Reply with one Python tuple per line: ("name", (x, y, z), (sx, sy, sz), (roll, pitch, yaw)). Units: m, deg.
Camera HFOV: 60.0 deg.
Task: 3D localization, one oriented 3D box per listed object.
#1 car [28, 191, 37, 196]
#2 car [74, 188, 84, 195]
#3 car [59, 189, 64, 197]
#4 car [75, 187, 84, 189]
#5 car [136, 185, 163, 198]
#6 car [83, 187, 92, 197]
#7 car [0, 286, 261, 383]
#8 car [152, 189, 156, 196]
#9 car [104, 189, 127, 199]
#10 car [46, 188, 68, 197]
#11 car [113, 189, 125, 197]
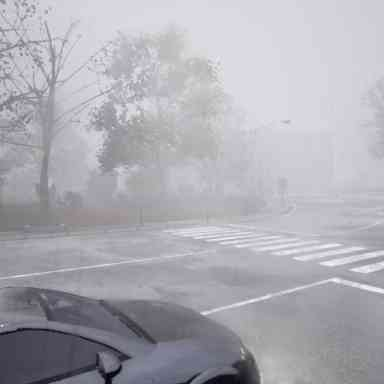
("car", (-37.635, 0.114, 81.832), (2.097, 1.535, 5.008), (0, 2, 20))
("car", (-21.445, 0.351, 68.735), (2.163, 1.488, 4.792), (-1, 2, 18))
("car", (-26.112, 0.294, 72.451), (2.231, 1.521, 4.892), (-1, 2, 18))
("car", (-23.787, 0.062, 70.567), (2.435, 2.045, 5.566), (0, 2, 18))
("car", (-7.290, -0.082, 57.878), (2.435, 2.045, 5.566), (-1, 2, 17))
("car", (-19.091, 0.192, 66.956), (2.185, 1.767, 4.553), (-1, 2, 18))
("car", (-1.394, 1.564, 2.758), (4.181, 1.385, 1.994), (0, 0, -35))
("car", (-4.889, 0.127, 56.140), (2.231, 1.521, 4.892), (-1, 2, 16))
("car", (-14.433, 0.286, 63.111), (1.946, 1.575, 5.366), (-1, 2, 17))
("car", (-30.753, 0.103, 76.151), (2.185, 1.767, 4.553), (0, 2, 19))
("car", (-12.038, 0.125, 61.458), (2.185, 1.767, 4.553), (-2, 1, 17))
